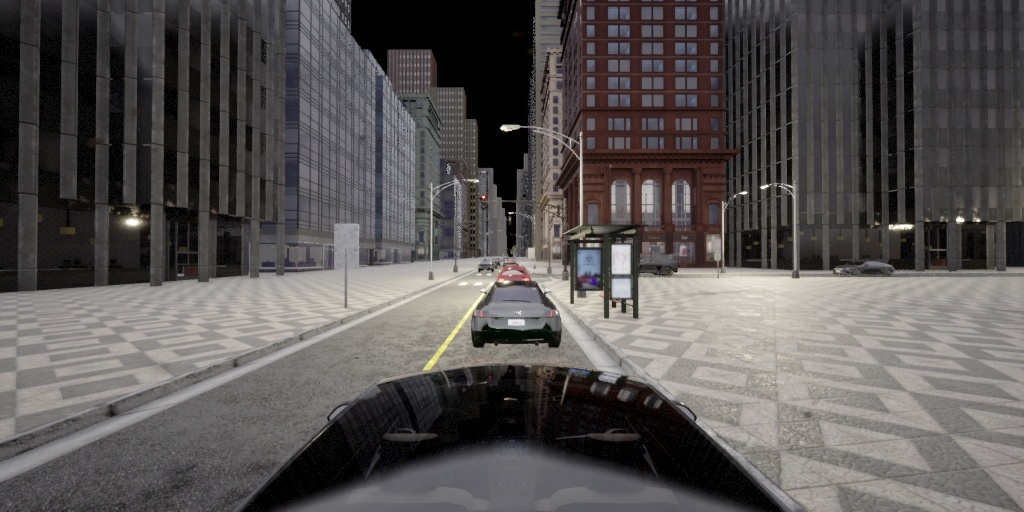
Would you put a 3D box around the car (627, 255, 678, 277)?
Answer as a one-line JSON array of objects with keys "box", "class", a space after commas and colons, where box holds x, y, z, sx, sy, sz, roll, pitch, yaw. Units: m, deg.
[{"box": [12.410, 0.918, 33.239, 5.566, 2.045, 2.150, 0, -1, 0], "class": "car"}]

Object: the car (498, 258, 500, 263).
[{"box": [-3.116, 1.163, 54.130, 2.128, 1.511, 4.902, 0, 0, 0], "class": "car"}]

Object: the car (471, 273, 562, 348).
[{"box": [0.095, 1.314, 9.270, 1.994, 1.385, 4.181, 0, 0, 0], "class": "car"}]

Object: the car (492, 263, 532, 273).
[{"box": [0.110, 1.269, 19.104, 1.812, 1.442, 4.674, 0, 0, 1], "class": "car"}]

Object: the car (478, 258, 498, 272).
[{"box": [-3.110, 1.244, 44.202, 2.033, 1.411, 5.357, 0, 0, 0], "class": "car"}]

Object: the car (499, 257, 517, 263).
[{"box": [-0.097, 1.187, 44.243, 2.128, 1.511, 4.902, 0, 0, 1], "class": "car"}]

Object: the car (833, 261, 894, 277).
[{"box": [32.555, 1.151, 33.226, 4.674, 1.442, 1.812, 0, -1, 0], "class": "car"}]
